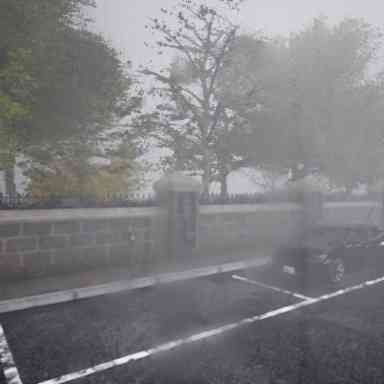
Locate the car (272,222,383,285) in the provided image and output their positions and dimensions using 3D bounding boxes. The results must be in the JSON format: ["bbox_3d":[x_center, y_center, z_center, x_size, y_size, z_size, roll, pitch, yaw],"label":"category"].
[{"bbox_3d":[4.192,1.570,9.540,4.313,1.339,1.947,0,0,-35],"label":"car"}]
